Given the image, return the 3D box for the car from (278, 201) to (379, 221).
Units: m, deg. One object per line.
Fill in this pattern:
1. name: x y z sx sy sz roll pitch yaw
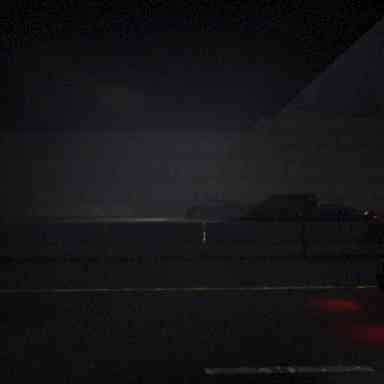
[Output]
1. car: 8.330 1.471 20.202 5.357 1.411 2.033 0 0 -1

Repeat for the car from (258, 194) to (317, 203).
1. car: 6.244 1.145 23.654 5.566 2.045 2.150 0 0 -1

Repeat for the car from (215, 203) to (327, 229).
1. car: 3.799 1.454 16.596 4.892 1.490 1.837 0 0 -1

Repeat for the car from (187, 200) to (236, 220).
1. car: 2.024 1.423 27.057 4.902 1.511 2.128 0 0 -1

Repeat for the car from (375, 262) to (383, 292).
1. car: 6.295 1.511 5.951 5.357 1.411 2.033 0 0 -1
